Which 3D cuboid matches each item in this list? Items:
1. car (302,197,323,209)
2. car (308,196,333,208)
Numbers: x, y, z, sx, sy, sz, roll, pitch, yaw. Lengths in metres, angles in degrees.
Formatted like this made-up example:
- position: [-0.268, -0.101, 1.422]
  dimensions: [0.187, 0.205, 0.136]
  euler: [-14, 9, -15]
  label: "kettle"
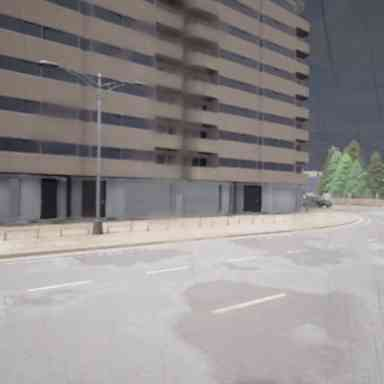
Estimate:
- position: [19.546, 2.046, 57.078]
  dimensions: [1.837, 1.490, 4.892]
  euler: [1, -1, -20]
  label: "car"
- position: [22.467, 1.807, 59.393]
  dimensions: [2.150, 2.045, 5.566]
  euler: [1, -1, -22]
  label: "car"
